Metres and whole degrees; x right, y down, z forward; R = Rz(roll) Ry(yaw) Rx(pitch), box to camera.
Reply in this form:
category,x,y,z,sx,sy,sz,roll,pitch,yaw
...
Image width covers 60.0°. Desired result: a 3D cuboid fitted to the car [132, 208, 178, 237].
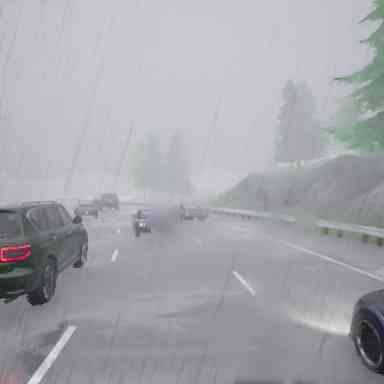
category,x,y,z,sx,sy,sz,roll,pitch,yaw
car,-2.231,1.559,17.943,1.895,1.301,4.718,0,0,-13

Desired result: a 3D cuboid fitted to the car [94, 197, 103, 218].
category,x,y,z,sx,sy,sz,roll,pitch,yaw
car,-9.269,1.448,28.871,2.128,1.511,4.902,0,0,-21

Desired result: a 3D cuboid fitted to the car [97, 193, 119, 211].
category,x,y,z,sx,sy,sz,roll,pitch,yaw
car,-10.283,1.152,39.535,2.150,2.045,5.566,0,0,-28

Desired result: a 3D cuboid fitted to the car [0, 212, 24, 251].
category,x,y,z,sx,sy,sz,roll,pitch,yaw
car,-8.317,1.599,12.907,1.895,1.301,4.718,0,0,-10

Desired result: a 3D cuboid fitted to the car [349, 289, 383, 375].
category,x,y,z,sx,sy,sz,roll,pitch,yaw
car,3.236,1.541,2.950,1.994,1.385,4.181,0,0,-3

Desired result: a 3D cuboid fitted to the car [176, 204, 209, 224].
category,x,y,z,sx,sy,sz,roll,pitch,yaw
car,-0.370,1.532,24.539,1.895,1.301,4.718,0,0,-16

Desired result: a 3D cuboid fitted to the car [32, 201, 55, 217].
category,x,y,z,sx,sy,sz,roll,pitch,yaw
car,-14.665,1.570,32.740,1.895,1.301,4.718,0,0,-25

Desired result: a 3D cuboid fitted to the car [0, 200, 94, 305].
category,x,y,z,sx,sy,sz,roll,pitch,yaw
car,-4.090,1.216,8.088,2.150,2.045,5.566,0,0,-6
